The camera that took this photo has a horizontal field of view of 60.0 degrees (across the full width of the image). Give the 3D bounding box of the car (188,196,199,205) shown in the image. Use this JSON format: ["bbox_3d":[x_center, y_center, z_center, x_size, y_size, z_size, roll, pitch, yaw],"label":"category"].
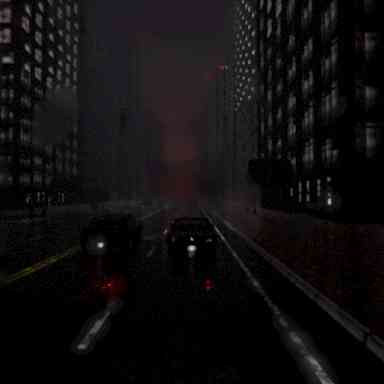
[{"bbox_3d":[-0.012,2.173,75.394,1.882,1.535,5.008,0,-1,0],"label":"car"}]

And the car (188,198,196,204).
[{"bbox_3d":[-0.014,2.205,86.650,1.837,1.490,4.892,0,-1,0],"label":"car"}]

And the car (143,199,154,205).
[{"bbox_3d":[-9.762,2.220,74.192,1.812,1.442,4.674,0,-1,0],"label":"car"}]

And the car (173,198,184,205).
[{"bbox_3d":[-3.262,2.235,75.393,2.033,1.411,5.357,0,-1,0],"label":"car"}]

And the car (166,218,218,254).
[{"bbox_3d":[0.000,1.734,14.115,1.895,1.301,4.718,0,0,0],"label":"car"}]

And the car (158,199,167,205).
[{"bbox_3d":[-6.511,2.220,74.193,1.812,1.442,4.674,0,-1,0],"label":"car"}]

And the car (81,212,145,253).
[{"bbox_3d":[-3.249,1.644,14.293,1.837,1.490,4.892,0,0,0],"label":"car"}]

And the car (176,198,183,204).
[{"bbox_3d":[-3.264,2.220,87.066,1.837,1.490,4.892,0,-1,0],"label":"car"}]

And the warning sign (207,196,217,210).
[{"bbox_3d":[2.827,1.557,46.846,1.300,1.860,1.060,-1,-1,0],"label":"warning sign"}]
